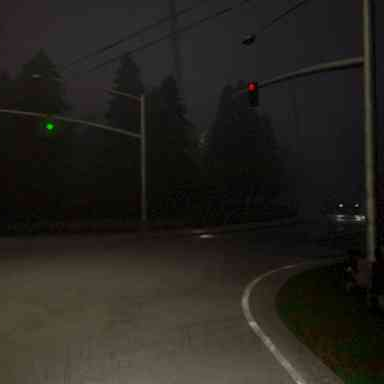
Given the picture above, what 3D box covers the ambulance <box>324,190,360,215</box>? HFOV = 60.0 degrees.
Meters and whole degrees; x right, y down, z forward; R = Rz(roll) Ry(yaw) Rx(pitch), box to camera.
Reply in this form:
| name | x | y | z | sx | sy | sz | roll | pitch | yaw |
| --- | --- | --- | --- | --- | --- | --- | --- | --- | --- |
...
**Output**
| name | x | y | z | sx | sy | sz | roll | pitch | yaw |
| --- | --- | --- | --- | --- | --- | --- | --- | --- | --- |
| ambulance | 15.778 | 1.034 | 35.279 | 2.351 | 2.431 | 6.366 | 0 | 0 | 10 |
